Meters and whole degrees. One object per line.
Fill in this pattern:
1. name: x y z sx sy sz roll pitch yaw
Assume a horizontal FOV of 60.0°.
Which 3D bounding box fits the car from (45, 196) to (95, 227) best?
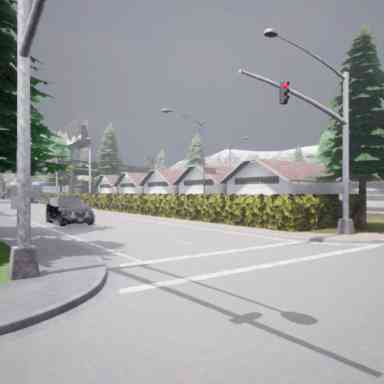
1. car: -8.693 1.341 23.412 2.150 2.045 5.566 0 2 -36
